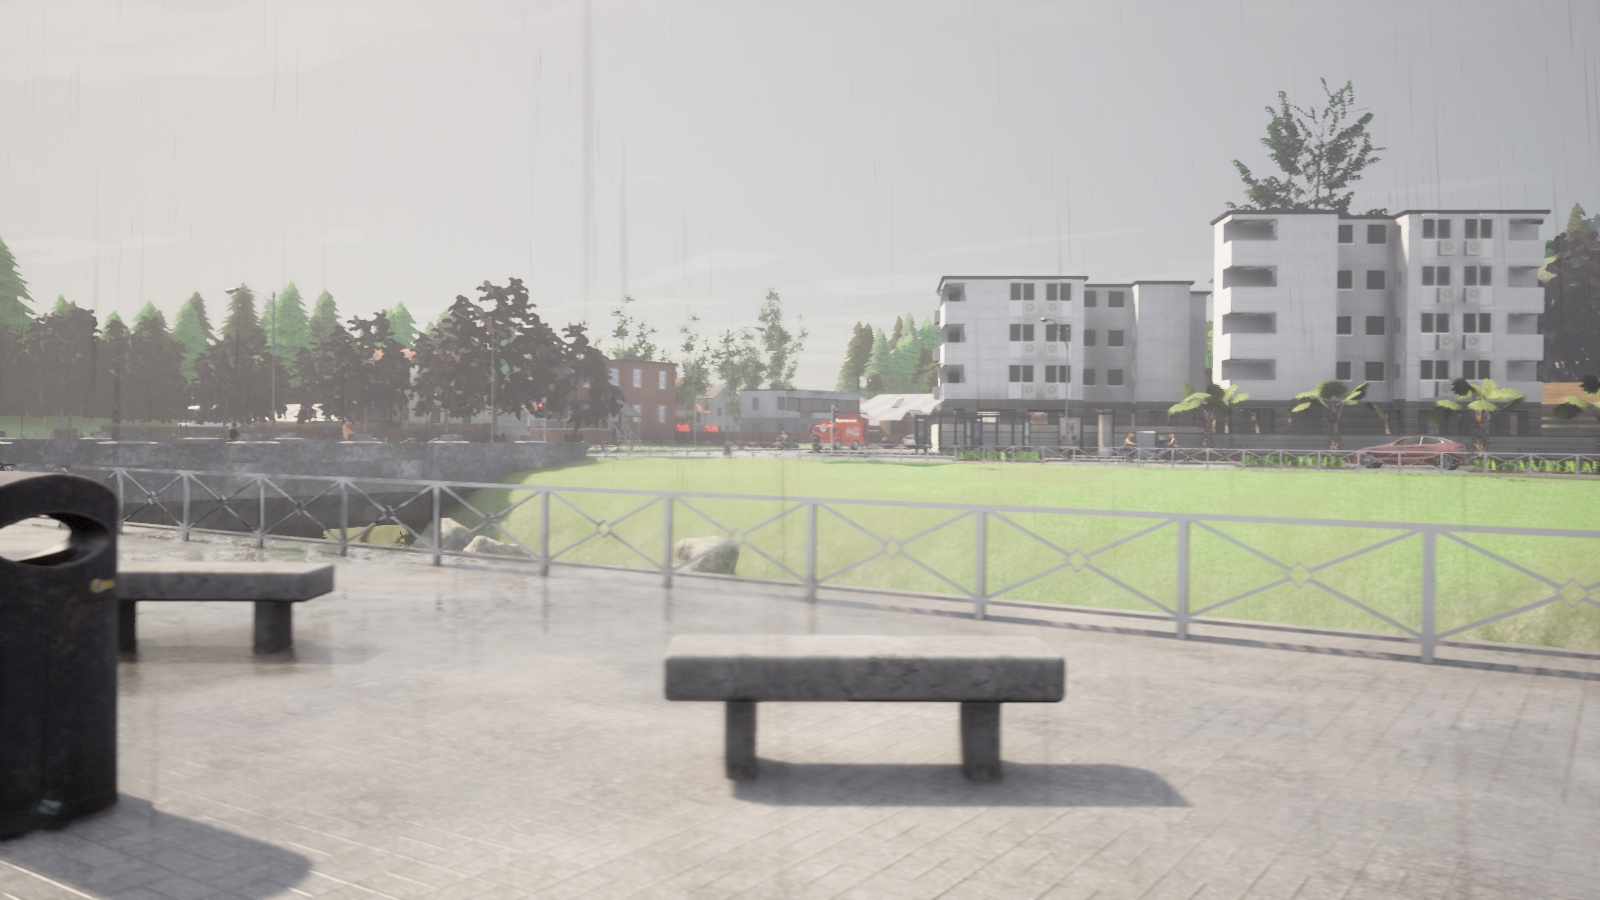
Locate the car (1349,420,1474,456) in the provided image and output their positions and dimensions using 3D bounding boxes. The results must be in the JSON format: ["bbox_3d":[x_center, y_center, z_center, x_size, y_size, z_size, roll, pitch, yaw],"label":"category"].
[{"bbox_3d":[28.792,-0.559,59.172,5.027,1.651,2.152,0,1,34],"label":"car"}]
